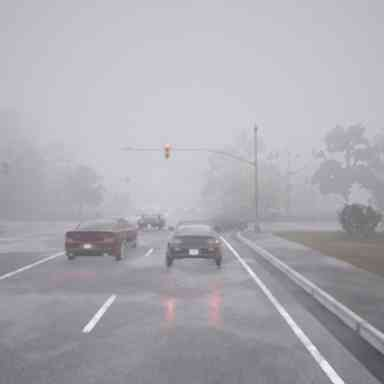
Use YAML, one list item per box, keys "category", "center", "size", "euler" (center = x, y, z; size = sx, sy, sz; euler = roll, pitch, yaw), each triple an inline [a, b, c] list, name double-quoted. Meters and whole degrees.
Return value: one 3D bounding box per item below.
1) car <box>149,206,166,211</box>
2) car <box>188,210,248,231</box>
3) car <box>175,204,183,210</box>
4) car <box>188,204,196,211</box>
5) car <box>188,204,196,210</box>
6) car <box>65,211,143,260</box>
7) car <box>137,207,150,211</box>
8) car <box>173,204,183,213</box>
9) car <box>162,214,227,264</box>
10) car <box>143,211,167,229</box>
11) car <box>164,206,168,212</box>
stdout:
- category: "car"
  center: [-6.990, 4.264, 67.939]
  size: [1.812, 1.442, 4.674]
  euler: [0, -1, 0]
- category: "car"
  center: [2.272, 2.265, 24.972]
  size: [2.033, 1.411, 5.357]
  euler: [-3, -4, 36]
- category: "car"
  center: [-3.578, 4.166, 92.940]
  size: [2.097, 1.767, 4.553]
  euler: [0, 0, -3]
- category: "car"
  center: [0.011, 4.445, 83.285]
  size: [1.994, 1.385, 4.181]
  euler: [0, 0, 0]
- category: "car"
  center: [-0.079, 4.170, 93.024]
  size: [2.097, 1.767, 4.553]
  euler: [0, 0, -3]
- category: "car"
  center: [-3.418, 1.706, 13.392]
  size: [1.882, 1.535, 5.008]
  euler: [0, -2, 0]
- category: "car"
  center: [-10.490, 4.279, 67.927]
  size: [2.033, 1.411, 5.357]
  euler: [0, -1, 0]
- category: "car"
  center: [-3.488, 4.414, 82.903]
  size: [1.812, 1.442, 4.674]
  euler: [0, 0, 0]
- category: "car"
  center: [0.075, 1.725, 12.403]
  size: [1.812, 1.442, 4.674]
  euler: [0, -2, 0]
- category: "car"
  center: [-3.415, 2.545, 28.981]
  size: [1.895, 1.301, 4.718]
  euler: [0, -3, 0]
- category: "car"
  center: [-6.988, 4.372, 83.482]
  size: [1.882, 1.535, 5.008]
  euler: [0, 0, 0]
